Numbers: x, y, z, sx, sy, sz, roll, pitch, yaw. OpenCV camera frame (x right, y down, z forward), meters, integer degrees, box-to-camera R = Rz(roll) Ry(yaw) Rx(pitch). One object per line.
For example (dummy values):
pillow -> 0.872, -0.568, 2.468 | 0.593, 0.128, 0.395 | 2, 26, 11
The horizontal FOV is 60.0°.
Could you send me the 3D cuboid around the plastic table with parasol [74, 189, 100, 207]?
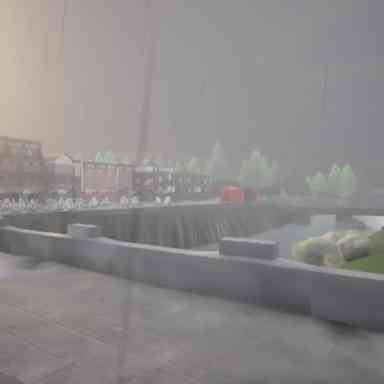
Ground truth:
plastic table with parasol -> -15.079, 0.890, 47.802 | 2.482, 2.480, 2.482 | 0, 0, 36
